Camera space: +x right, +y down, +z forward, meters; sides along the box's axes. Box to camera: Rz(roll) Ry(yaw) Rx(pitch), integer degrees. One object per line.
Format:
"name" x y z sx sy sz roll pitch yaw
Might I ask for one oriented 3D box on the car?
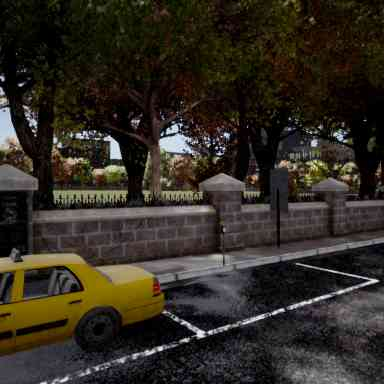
"car" -2.735 1.525 4.609 4.829 1.417 1.752 0 0 -35
